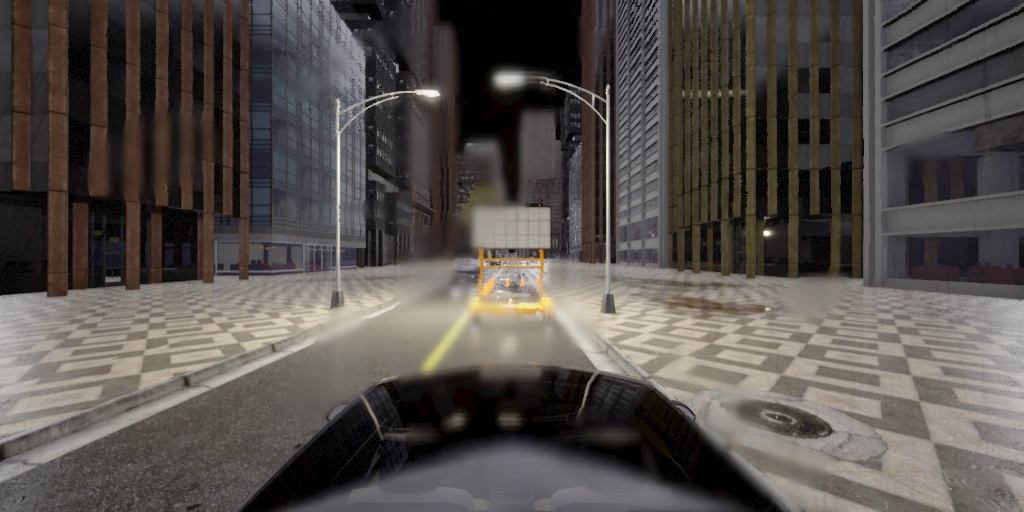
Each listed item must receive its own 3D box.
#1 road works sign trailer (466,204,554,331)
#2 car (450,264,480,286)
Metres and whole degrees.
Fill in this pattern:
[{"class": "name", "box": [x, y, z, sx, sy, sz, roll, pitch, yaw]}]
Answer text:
[{"class": "road works sign trailer", "box": [-0.007, 0.214, 10.981, 2.380, 3.560, 2.880, 0, 0, 0]}, {"class": "car", "box": [-3.117, 1.297, 25.558, 2.033, 1.411, 5.357, 0, 0, 0]}]
